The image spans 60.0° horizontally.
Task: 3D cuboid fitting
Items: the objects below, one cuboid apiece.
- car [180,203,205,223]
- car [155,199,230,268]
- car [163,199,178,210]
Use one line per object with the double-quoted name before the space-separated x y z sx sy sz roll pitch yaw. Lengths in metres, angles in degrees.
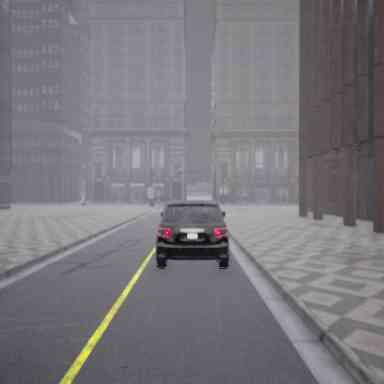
"car" 0.052 1.680 27.792 1.994 1.385 4.181 0 0 0
"car" 0.039 1.267 11.570 2.150 2.045 5.566 0 0 1
"car" -3.037 1.719 47.411 1.837 1.490 4.892 0 -1 1
